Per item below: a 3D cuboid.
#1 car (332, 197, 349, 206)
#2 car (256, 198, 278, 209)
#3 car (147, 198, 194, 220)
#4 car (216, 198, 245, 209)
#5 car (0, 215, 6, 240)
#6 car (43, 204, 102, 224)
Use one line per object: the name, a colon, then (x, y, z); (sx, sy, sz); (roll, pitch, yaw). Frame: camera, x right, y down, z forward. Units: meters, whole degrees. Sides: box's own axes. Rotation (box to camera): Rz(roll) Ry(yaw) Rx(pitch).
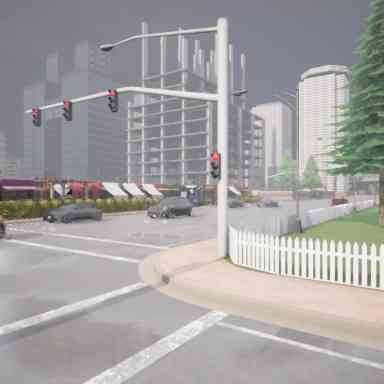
car: (23.960, 1.477, 53.740); (1.882, 1.535, 5.008); (0, 0, 34)
car: (10.712, 1.524, 46.914); (1.812, 1.442, 4.674); (0, 0, 34)
car: (-1.769, 1.351, 28.517); (2.097, 1.767, 4.553); (0, 0, 34)
car: (5.330, 1.547, 45.247); (2.033, 1.411, 5.357); (0, 0, 34)
car: (-10.317, 1.350, 13.932); (2.097, 1.767, 4.553); (0, 0, 20)
car: (-8.700, 1.562, 24.511); (1.994, 1.385, 4.181); (0, 0, 34)
